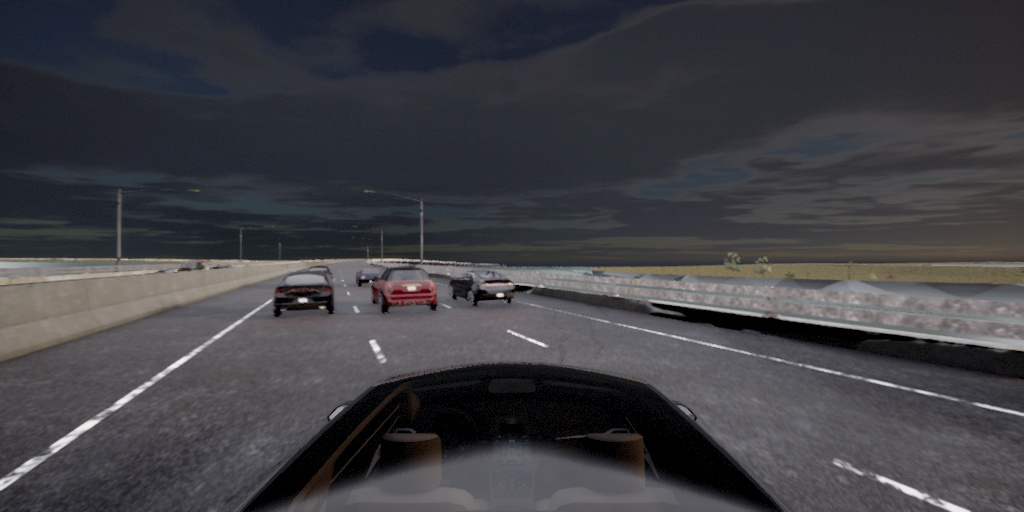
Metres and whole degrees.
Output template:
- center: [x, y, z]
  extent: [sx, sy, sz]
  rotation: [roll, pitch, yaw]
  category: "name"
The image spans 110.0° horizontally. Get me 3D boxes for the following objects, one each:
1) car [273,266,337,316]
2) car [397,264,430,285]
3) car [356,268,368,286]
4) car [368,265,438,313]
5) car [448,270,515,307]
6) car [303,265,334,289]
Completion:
- center: [-8.140, 1.355, 14.327]
  extent: [1.882, 1.535, 5.008]
  rotation: [0, 0, -26]
  category: "car"
- center: [-8.560, 1.527, 30.831]
  extent: [1.882, 1.535, 5.008]
  rotation: [0, 0, -26]
  category: "car"
- center: [-11.264, 1.623, 28.380]
  extent: [1.895, 1.301, 4.718]
  rotation: [0, -1, -26]
  category: "car"
- center: [-4.653, 1.241, 15.168]
  extent: [2.097, 1.767, 4.553]
  rotation: [0, -1, -26]
  category: "car"
- center: [-1.558, 1.403, 16.801]
  extent: [2.128, 1.511, 4.902]
  rotation: [0, -1, -26]
  category: "car"
- center: [-14.497, 1.512, 27.030]
  extent: [1.837, 1.490, 4.892]
  rotation: [0, 0, -26]
  category: "car"
